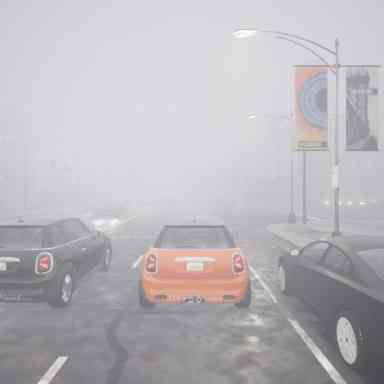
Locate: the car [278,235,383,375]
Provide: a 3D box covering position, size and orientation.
[{"bbox_3d":[2.903,1.480,5.697,2.097,1.535,5.008,0,0,0],"label":"car"}]

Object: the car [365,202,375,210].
[{"bbox_3d":[23.417,1.505,39.925,4.892,1.490,1.837,0,0,0],"label":"car"}]

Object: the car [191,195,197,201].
[{"bbox_3d":[1.580,1.525,81.710,2.128,1.511,4.902,0,0,40],"label":"car"}]

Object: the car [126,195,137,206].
[{"bbox_3d":[-9.916,1.351,55.861,2.097,1.767,4.553,0,0,8],"label":"car"}]

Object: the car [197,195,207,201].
[{"bbox_3d":[3.917,1.595,79.064,1.895,1.301,4.718,0,0,40],"label":"car"}]

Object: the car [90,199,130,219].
[{"bbox_3d":[-7.080,1.564,29.104,1.994,1.385,4.181,0,0,0],"label":"car"}]

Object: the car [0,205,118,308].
[{"bbox_3d":[-3.434,1.352,8.067,2.097,1.767,4.553,0,0,0],"label":"car"}]

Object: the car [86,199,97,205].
[{"bbox_3d":[-10.568,1.548,37.426,2.033,1.411,5.357,0,0,0],"label":"car"}]

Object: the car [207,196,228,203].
[{"bbox_3d":[5.749,1.477,69.411,1.882,1.535,5.008,0,0,30],"label":"car"}]

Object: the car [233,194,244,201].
[{"bbox_3d":[12.251,1.500,82.104,4.892,1.490,1.837,0,0,-37],"label":"car"}]

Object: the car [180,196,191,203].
[{"bbox_3d":[-2.491,1.564,69.486,1.994,1.385,4.181,0,0,26],"label":"car"}]

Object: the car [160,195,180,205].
[{"bbox_3d":[-3.425,1.547,52.125,2.033,1.411,5.357,0,0,-1],"label":"car"}]

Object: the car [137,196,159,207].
[{"bbox_3d":[-6.788,1.525,51.558,1.812,1.442,4.674,0,0,4],"label":"car"}]

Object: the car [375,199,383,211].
[{"bbox_3d":[23.180,1.352,36.421,4.553,1.767,2.097,0,0,0],"label":"car"}]

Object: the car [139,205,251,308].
[{"bbox_3d":[0.067,1.352,8.063,2.097,1.767,4.553,0,0,0],"label":"car"}]

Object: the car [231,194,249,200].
[{"bbox_3d":[13.171,1.353,91.189,4.553,1.767,2.097,0,0,-32],"label":"car"}]
